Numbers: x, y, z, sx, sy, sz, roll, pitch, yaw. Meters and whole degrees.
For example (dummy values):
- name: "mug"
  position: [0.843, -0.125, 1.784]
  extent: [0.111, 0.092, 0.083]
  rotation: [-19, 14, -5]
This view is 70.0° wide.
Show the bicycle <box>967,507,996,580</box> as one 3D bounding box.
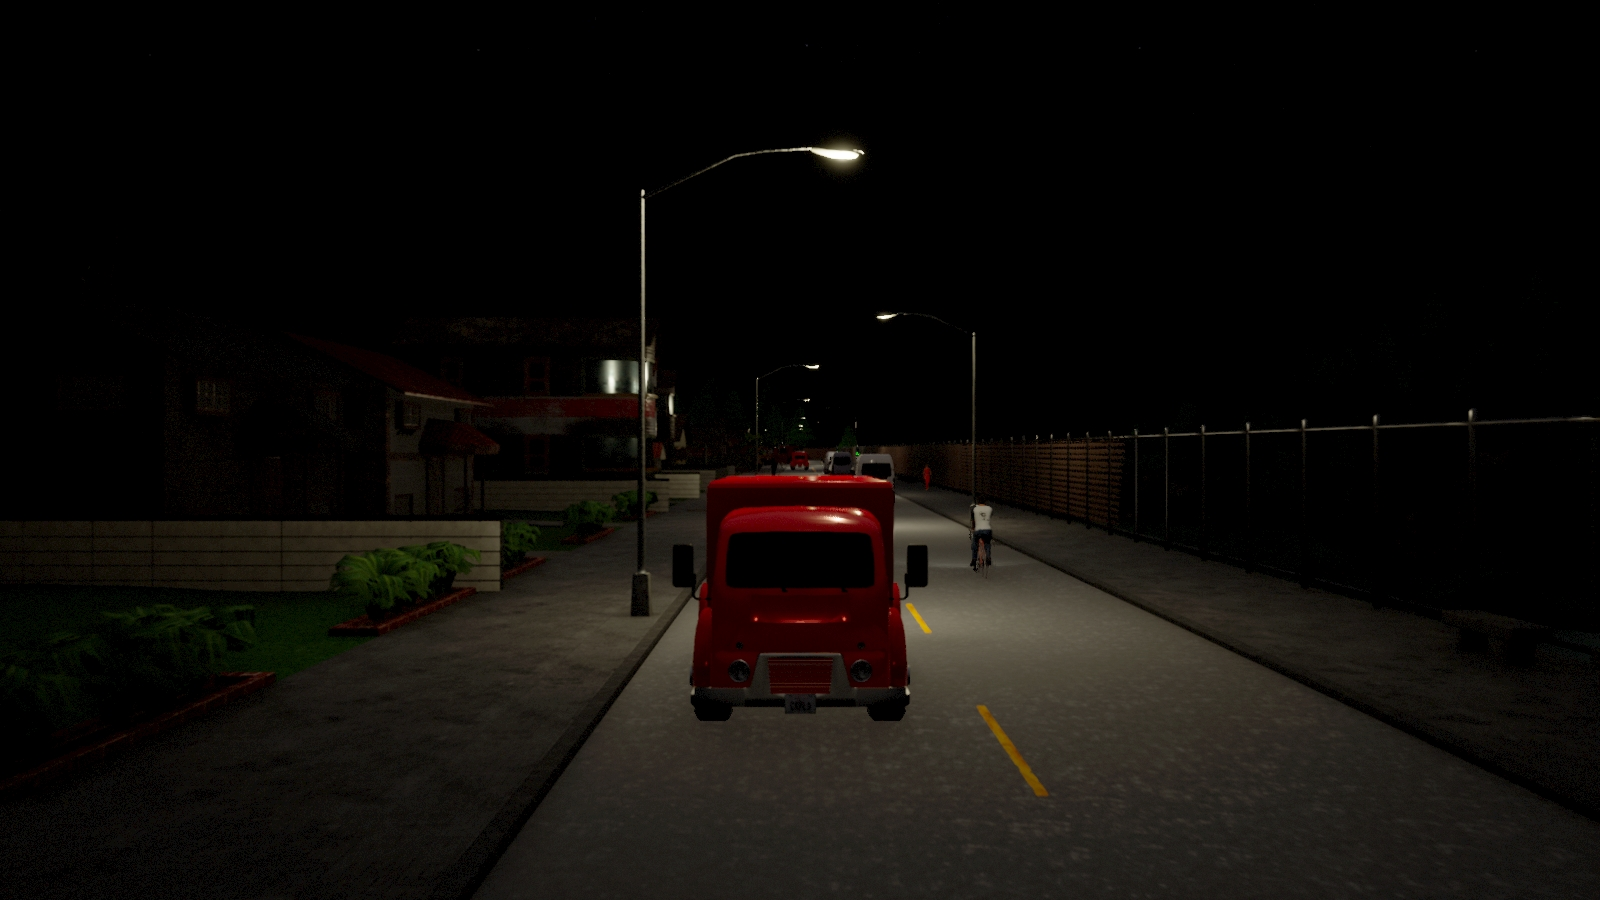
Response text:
- name: "bicycle"
  position: [3.997, 2.043, 25.228]
  extent: [0.373, 1.496, 1.643]
  rotation: [0, 0, 0]

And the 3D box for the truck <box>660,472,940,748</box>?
- name: "truck"
  position: [-0.004, 1.557, 13.354]
  extent: [2.627, 2.467, 5.204]
  rotation: [0, 0, 0]
